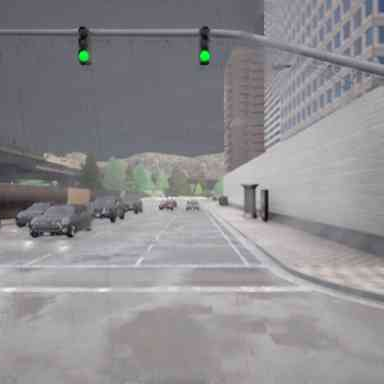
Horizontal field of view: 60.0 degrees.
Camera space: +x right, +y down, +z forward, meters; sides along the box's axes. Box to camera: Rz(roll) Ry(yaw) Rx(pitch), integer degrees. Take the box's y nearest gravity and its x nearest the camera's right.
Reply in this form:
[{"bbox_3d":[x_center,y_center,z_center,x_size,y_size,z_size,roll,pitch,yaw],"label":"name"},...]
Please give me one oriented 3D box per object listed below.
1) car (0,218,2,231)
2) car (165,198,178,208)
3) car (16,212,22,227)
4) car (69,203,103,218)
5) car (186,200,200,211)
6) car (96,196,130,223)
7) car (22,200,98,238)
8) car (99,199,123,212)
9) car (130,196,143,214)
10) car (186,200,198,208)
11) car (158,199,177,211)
[{"bbox_3d":[-10.600,1.579,14.915,2.128,1.511,4.902,0,0,1],"label":"car"},{"bbox_3d":[-3.488,1.860,56.146,1.882,1.535,5.008,0,0,0],"label":"car"},{"bbox_3d":[-10.587,1.504,23.812,2.097,1.767,4.553,0,0,0],"label":"car"},{"bbox_3d":[-10.580,1.824,33.604,1.895,1.301,4.718,0,0,0],"label":"car"},{"bbox_3d":[0.106,1.909,46.282,1.895,1.301,4.718,0,0,0],"label":"car"},{"bbox_3d":[-7.078,1.401,27.900,2.150,2.045,5.566,0,0,0],"label":"car"},{"bbox_3d":[-7.084,1.463,18.463,2.097,1.767,4.553,0,0,0],"label":"car"},{"bbox_3d":[-10.550,1.775,43.824,1.882,1.535,5.008,0,0,0],"label":"car"},{"bbox_3d":[-7.056,1.479,38.629,2.150,2.045,5.566,0,0,0],"label":"car"},{"bbox_3d":[0.013,1.983,56.523,1.895,1.301,4.718,0,0,0],"label":"car"},{"bbox_3d":[-3.490,1.909,45.953,1.895,1.301,4.718,0,0,0],"label":"car"}]
